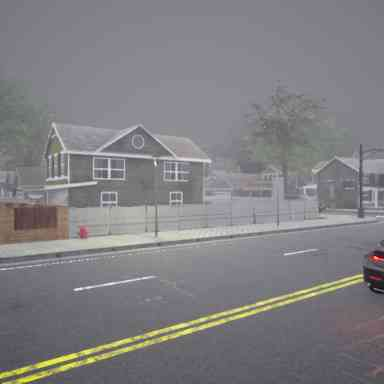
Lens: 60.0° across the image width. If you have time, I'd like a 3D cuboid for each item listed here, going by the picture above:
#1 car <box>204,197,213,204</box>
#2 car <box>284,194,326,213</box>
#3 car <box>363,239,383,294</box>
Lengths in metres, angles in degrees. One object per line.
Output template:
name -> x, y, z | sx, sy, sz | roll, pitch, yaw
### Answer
car -> 2.242, 1.537, 50.170 | 1.882, 1.535, 5.008 | 0, 0, -35
car -> 11.816, 1.253, 36.619 | 2.150, 2.045, 5.566 | 0, 0, -35
car -> 5.779, 1.504, 7.552 | 4.892, 1.490, 1.837 | 0, 0, -36
